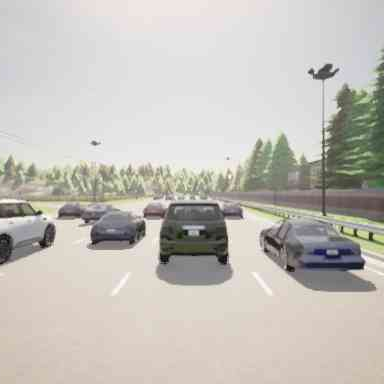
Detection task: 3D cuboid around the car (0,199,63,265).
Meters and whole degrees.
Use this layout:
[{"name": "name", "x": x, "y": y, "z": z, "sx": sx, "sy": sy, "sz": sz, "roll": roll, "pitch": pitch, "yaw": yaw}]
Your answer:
[{"name": "car", "x": -6.928, "y": 1.253, "z": 11.944, "sx": 2.150, "sy": 2.045, "sz": 5.566, "roll": 0, "pitch": 0, "yaw": 0}]

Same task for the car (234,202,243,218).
[{"name": "car", "x": 3.589, "y": 1.644, "z": 31.398, "sx": 1.994, "sy": 1.385, "sz": 4.181, "roll": 0, "pitch": 0, "yaw": 0}]

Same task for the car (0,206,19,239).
[{"name": "car", "x": -10.413, "y": 1.530, "z": 15.527, "sx": 2.128, "sy": 1.511, "sz": 4.902, "roll": 0, "pitch": 0, "yaw": 0}]

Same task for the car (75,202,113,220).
[{"name": "car", "x": -6.932, "y": 1.611, "z": 25.897, "sx": 2.033, "sy": 1.411, "sz": 5.357, "roll": 0, "pitch": 0, "yaw": 0}]

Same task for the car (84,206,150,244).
[{"name": "car", "x": -3.411, "y": 1.605, "z": 16.040, "sx": 1.994, "sy": 1.385, "sz": 4.181, "roll": 0, "pitch": 0, "yaw": 0}]

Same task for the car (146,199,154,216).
[{"name": "car", "x": -3.411, "y": 1.642, "z": 31.326, "sx": 1.994, "sy": 1.385, "sz": 4.181, "roll": 0, "pitch": 0, "yaw": 0}]

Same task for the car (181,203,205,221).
[{"name": "car", "x": 0.083, "y": 1.675, "z": 29.139, "sx": 1.895, "sy": 1.301, "sz": 4.718, "roll": 0, "pitch": 0, "yaw": 0}]

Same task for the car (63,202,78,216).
[{"name": "car", "x": -11.163, "y": 1.639, "z": 31.327, "sx": 1.994, "sy": 1.385, "sz": 4.181, "roll": 0, "pitch": 0, "yaw": -8}]

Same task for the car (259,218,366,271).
[{"name": "car", "x": 3.566, "y": 1.576, "z": 10.916, "sx": 2.033, "sy": 1.411, "sz": 5.357, "roll": 0, "pitch": 0, "yaw": 0}]

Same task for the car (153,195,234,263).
[{"name": "car", "x": 0.072, "y": 1.254, "z": 12.168, "sx": 2.150, "sy": 2.045, "sz": 5.566, "roll": 0, "pitch": 0, "yaw": 0}]
